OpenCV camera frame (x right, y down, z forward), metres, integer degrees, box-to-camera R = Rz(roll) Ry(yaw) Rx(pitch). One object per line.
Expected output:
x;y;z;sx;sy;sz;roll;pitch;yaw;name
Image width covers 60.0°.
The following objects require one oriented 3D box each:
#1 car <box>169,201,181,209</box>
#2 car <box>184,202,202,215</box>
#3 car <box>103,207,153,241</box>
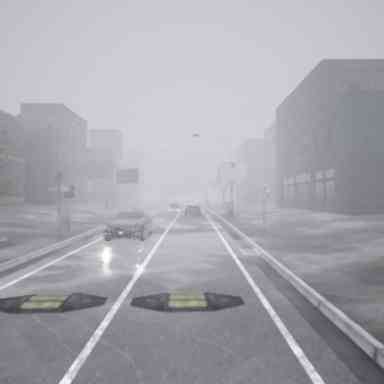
-3.036;2.279;58.643;1.895;1.301;4.718;0;0;1;car
0.104;1.836;37.610;1.812;1.442;4.674;0;-1;0;car
-3.097;1.554;16.936;1.837;1.490;4.892;0;0;0;car
